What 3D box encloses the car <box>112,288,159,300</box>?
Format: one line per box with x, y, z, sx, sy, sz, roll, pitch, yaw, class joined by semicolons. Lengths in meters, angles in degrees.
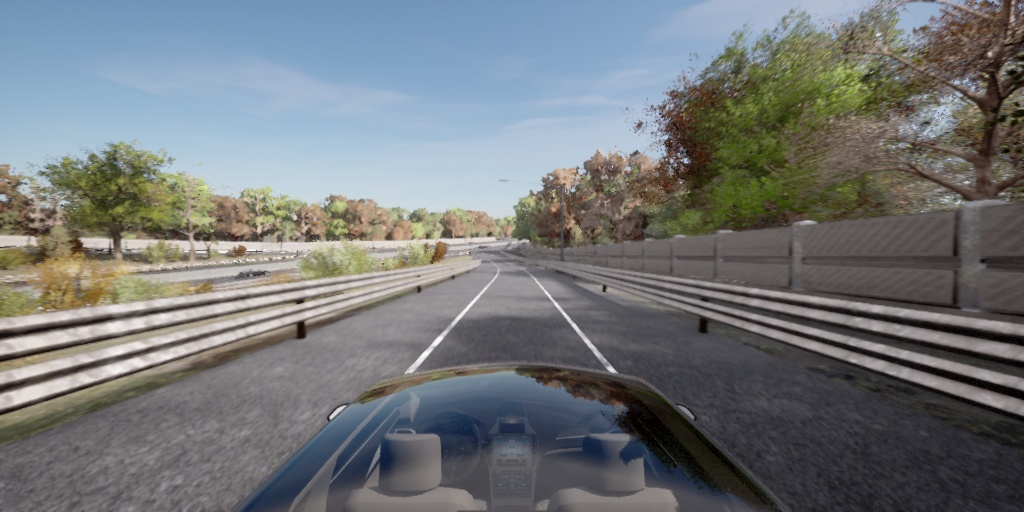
-41.103;4.174;39.107;1.837;1.490;4.892;1;4;15;car

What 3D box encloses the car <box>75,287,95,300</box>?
-44.501;4.194;39.971;1.895;1.301;4.718;1;4;15;car

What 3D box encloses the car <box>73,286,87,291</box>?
-47.896;4.063;40.816;2.033;1.411;5.357;1;4;15;car
